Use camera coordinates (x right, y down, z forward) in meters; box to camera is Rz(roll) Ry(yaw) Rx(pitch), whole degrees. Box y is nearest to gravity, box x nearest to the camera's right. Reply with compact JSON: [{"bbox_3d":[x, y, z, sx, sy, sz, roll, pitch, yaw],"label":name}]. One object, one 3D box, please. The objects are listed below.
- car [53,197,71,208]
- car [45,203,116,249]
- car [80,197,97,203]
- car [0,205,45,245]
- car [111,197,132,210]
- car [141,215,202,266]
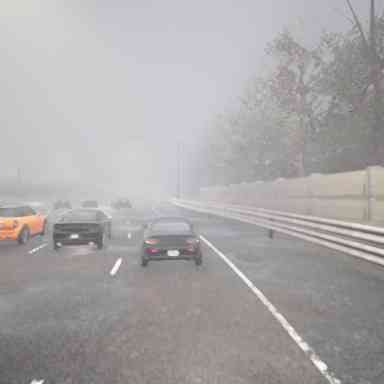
[{"bbox_3d":[-18.155,1.417,46.357,2.097,1.767,4.553,0,0,-26],"label":"car"},{"bbox_3d":[-4.699,1.494,14.804,1.882,1.535,5.008,0,0,-8],"label":"car"},{"bbox_3d":[-14.680,1.530,47.227,1.882,1.535,5.008,0,0,-26],"label":"car"},{"bbox_3d":[-8.391,1.382,15.718,2.097,1.767,4.553,0,0,-9],"label":"car"},{"bbox_3d":[-9.501,1.386,44.305,2.097,1.767,4.553,0,0,-23],"label":"car"},{"bbox_3d":[-0.759,1.528,11.497,1.812,1.442,4.674,0,0,-6],"label":"car"}]
